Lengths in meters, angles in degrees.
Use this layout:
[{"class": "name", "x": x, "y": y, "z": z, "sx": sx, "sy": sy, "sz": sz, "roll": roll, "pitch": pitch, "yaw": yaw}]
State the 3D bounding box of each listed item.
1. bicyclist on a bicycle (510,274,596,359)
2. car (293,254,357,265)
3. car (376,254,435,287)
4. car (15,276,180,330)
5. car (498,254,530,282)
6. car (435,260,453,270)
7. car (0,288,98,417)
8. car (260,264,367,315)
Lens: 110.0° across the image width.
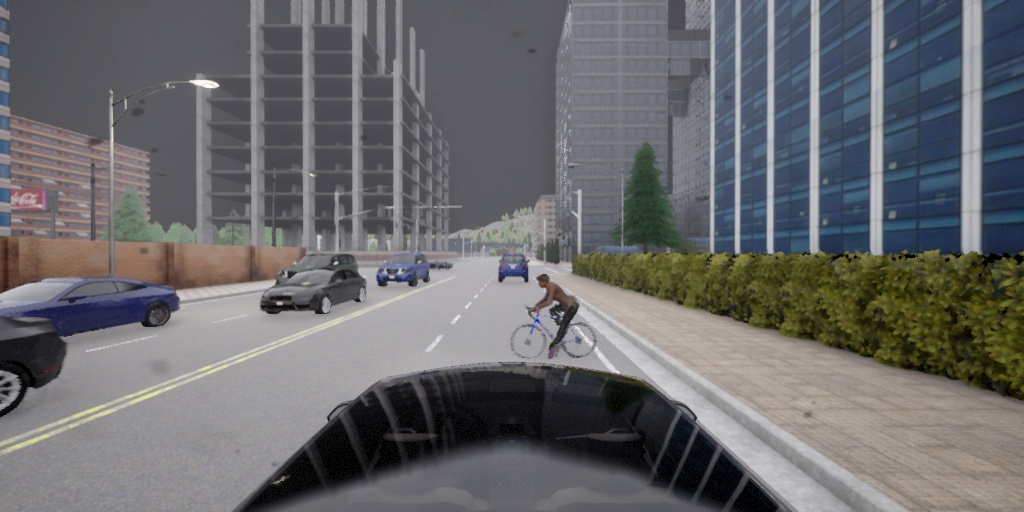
[{"class": "bicyclist on a bicycle", "x": 0.774, "y": 1.163, "z": 6.836, "sx": 1.656, "sy": 1.620, "sz": 0.582, "roll": -2, "pitch": 0, "yaw": 0}, {"class": "car", "x": -10.502, "y": 0.879, "z": 19.975, "sx": 2.150, "sy": 2.045, "sz": 5.566, "roll": 0, "pitch": 0, "yaw": 0}, {"class": "car", "x": -6.932, "y": 0.860, "z": 23.489, "sx": 2.150, "sy": 2.045, "sz": 5.566, "roll": 0, "pitch": 0, "yaw": 0}, {"class": "car", "x": -10.576, "y": 1.236, "z": 8.537, "sx": 1.812, "sy": 1.442, "sz": 4.674, "roll": 0, "pitch": 0, "yaw": 0}, {"class": "car", "x": 0.161, "y": 0.852, "z": 27.090, "sx": 2.150, "sy": 2.045, "sz": 5.566, "roll": 0, "pitch": 0, "yaw": 2}, {"class": "car", "x": -9.766, "y": 1.135, "z": 45.885, "sx": 4.718, "sy": 1.301, "sz": 1.895, "roll": 0, "pitch": 0, "yaw": 38}, {"class": "car", "x": -7.110, "y": 1.246, "z": 2.875, "sx": 1.837, "sy": 1.490, "sz": 4.892, "roll": 0, "pitch": 0, "yaw": 0}, {"class": "car", "x": -7.056, "y": 1.196, "z": 13.341, "sx": 1.837, "sy": 1.490, "sz": 4.892, "roll": 0, "pitch": 0, "yaw": 0}]
